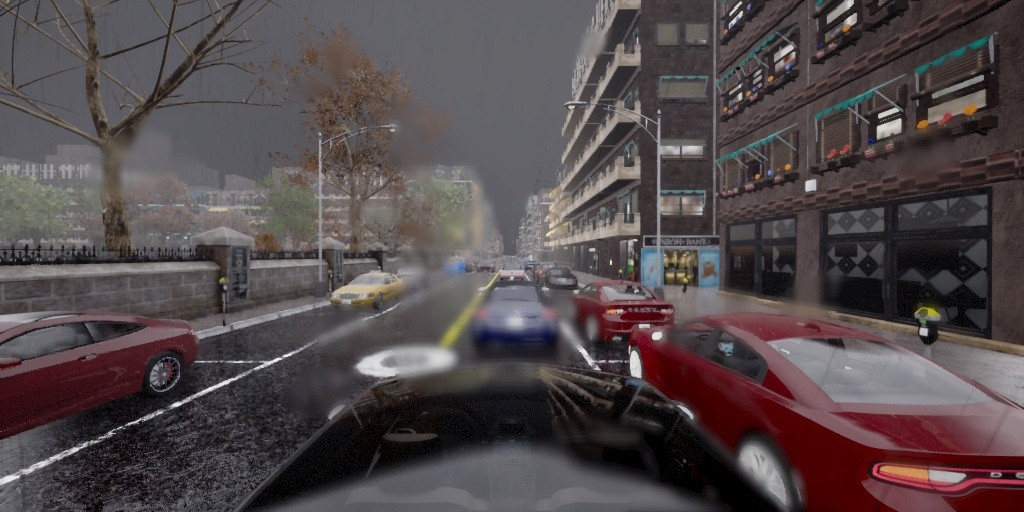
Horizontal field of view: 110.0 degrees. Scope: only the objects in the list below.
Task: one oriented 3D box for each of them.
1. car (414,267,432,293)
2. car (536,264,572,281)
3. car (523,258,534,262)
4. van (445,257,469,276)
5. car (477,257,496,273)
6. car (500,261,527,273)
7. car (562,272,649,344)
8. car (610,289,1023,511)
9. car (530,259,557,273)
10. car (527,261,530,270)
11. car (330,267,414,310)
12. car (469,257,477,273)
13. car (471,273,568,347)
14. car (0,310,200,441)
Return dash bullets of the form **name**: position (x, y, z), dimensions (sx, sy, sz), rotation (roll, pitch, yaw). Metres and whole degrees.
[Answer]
- **car**: position (-5.733, 1.301, 20.519), dimensions (2.007, 1.370, 4.403), rotation (0, 0, 0)
- **car**: position (2.648, 1.317, 20.539), dimensions (1.948, 1.339, 4.313), rotation (0, 0, 0)
- **car**: position (2.583, 1.324, 48.214), dimensions (1.948, 1.339, 4.313), rotation (0, 0, 0)
- **van**: position (-5.772, 1.095, 37.123), dimensions (1.690, 1.789, 3.998), rotation (0, 0, 0)
- **car**: position (-3.098, 1.138, 43.914), dimensions (2.097, 1.767, 4.553), rotation (0, 0, 0)
- **car**: position (0.034, 1.354, 29.341), dimensions (1.895, 1.301, 4.718), rotation (0, 0, 1)
- **car**: position (2.674, 1.295, 9.469), dimensions (1.888, 1.381, 4.507), rotation (0, 0, 0)
- **car**: position (2.686, 1.295, 3.934), dimensions (1.888, 1.381, 4.507), rotation (0, 0, 0)
- **car**: position (2.635, 1.192, 26.074), dimensions (1.967, 1.591, 4.097), rotation (0, 0, 0)
- **car**: position (2.622, 1.319, 31.609), dimensions (1.948, 1.339, 4.313), rotation (0, 0, 0)
- **car**: position (-5.719, 1.275, 14.814), dimensions (1.751, 1.417, 4.829), rotation (0, 0, 0)
- **car**: position (-5.785, 1.071, 42.659), dimensions (2.192, 1.841, 5.009), rotation (0, 0, 0)
- **car**: position (0.082, 1.314, 9.307), dimensions (1.994, 1.385, 4.181), rotation (0, 0, 0)
- **car**: position (-5.694, 1.332, 3.914), dimensions (1.802, 1.307, 4.207), rotation (0, 0, 0)
